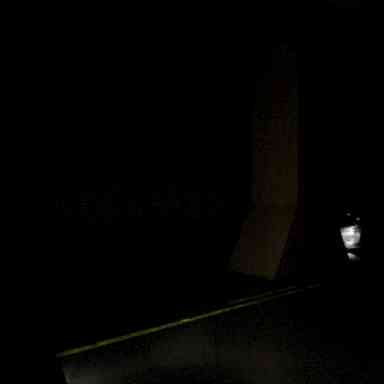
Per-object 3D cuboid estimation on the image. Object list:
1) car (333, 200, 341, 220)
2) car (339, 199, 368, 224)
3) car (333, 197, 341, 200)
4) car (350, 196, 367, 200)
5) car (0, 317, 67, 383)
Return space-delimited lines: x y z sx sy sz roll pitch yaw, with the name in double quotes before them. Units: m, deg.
"car" 9.986 1.618 26.177 1.994 1.385 4.181 0 0 43
"car" 12.734 1.548 24.007 2.128 1.511 4.902 0 0 43
"car" 26.914 1.612 64.112 1.882 1.535 5.008 0 0 -8
"car" 30.723 1.489 60.732 2.097 1.767 4.553 0 0 0
"car" -2.956 1.349 1.635 4.553 1.767 2.097 0 0 -36
